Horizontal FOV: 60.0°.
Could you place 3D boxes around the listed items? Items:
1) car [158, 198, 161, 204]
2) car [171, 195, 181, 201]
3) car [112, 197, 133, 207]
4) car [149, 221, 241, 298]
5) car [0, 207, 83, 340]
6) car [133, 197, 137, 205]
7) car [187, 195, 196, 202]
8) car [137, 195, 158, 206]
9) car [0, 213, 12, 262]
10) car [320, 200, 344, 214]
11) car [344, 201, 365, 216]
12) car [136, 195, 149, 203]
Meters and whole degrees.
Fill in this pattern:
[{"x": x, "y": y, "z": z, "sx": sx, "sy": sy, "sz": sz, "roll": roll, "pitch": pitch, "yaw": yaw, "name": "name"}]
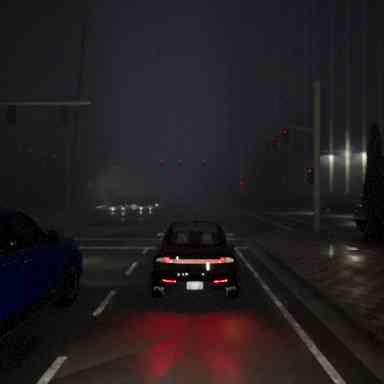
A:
[{"x": -7.155, "y": 1.533, "z": 63.721, "sx": 1.994, "sy": 1.385, "sz": 4.181, "roll": 0, "pitch": 0, "yaw": 0, "name": "car"}, {"x": -3.629, "y": 1.303, "z": 76.057, "sx": 1.812, "sy": 1.442, "sz": 4.674, "roll": 0, "pitch": 0, "yaw": 0, "name": "car"}, {"x": -10.683, "y": 1.502, "z": 50.231, "sx": 1.812, "sy": 1.442, "sz": 4.674, "roll": 0, "pitch": 0, "yaw": 0, "name": "car"}, {"x": 0.079, "y": 1.487, "z": 8.477, "sx": 2.128, "sy": 1.511, "sz": 4.902, "roll": 0, "pitch": 0, "yaw": 1, "name": "car"}, {"x": -3.450, "y": 1.219, "z": 4.845, "sx": 2.150, "sy": 2.045, "sz": 5.566, "roll": 0, "pitch": 0, "yaw": 1, "name": "car"}, {"x": -10.670, "y": 1.572, "z": 59.351, "sx": 1.895, "sy": 1.301, "sz": 4.718, "roll": 0, "pitch": 0, "yaw": 0, "name": "car"}, {"x": -0.128, "y": 1.393, "z": 75.523, "sx": 1.837, "sy": 1.490, "sz": 4.892, "roll": 0, "pitch": 0, "yaw": 0, "name": "car"}, {"x": -7.178, "y": 1.479, "z": 53.999, "sx": 1.837, "sy": 1.490, "sz": 4.892, "roll": 0, "pitch": 0, "yaw": 0, "name": "car"}, {"x": -7.114, "y": 1.473, "z": 8.884, "sx": 1.882, "sy": 1.535, "sz": 5.008, "roll": 0, "pitch": 0, "yaw": 0, "name": "car"}, {"x": 15.234, "y": 1.547, "z": 34.904, "sx": 4.181, "sy": 1.385, "sz": 1.994, "roll": 0, "pitch": 0, "yaw": -1, "name": "car"}, {"x": 17.482, "y": 1.490, "z": 31.430, "sx": 4.892, "sy": 1.490, "sz": 1.837, "roll": 0, "pitch": 0, "yaw": -1, "name": "car"}, {"x": -10.622, "y": 1.439, "z": 71.741, "sx": 1.882, "sy": 1.535, "sz": 5.008, "roll": 0, "pitch": 0, "yaw": 0, "name": "car"}]
